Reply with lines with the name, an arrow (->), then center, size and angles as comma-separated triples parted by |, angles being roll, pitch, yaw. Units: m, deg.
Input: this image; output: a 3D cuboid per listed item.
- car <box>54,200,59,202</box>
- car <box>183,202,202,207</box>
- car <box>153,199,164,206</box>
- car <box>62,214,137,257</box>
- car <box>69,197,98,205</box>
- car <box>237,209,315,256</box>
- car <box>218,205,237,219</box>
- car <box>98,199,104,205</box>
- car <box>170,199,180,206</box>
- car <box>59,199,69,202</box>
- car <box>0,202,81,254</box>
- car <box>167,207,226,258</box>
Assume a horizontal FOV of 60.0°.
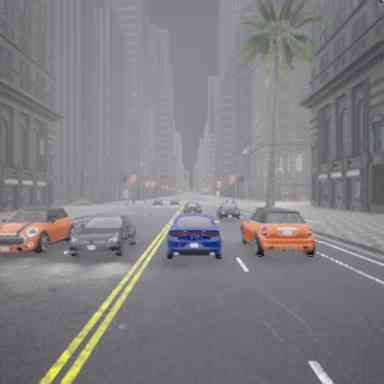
car -> -34.271, 2.572, 81.977 | 4.206, 1.307, 1.802 | -1, 1, 0
car -> 0.051, 1.775, 33.734 | 1.812, 1.442, 4.674 | 0, 0, 0
car -> -6.591, 2.008, 65.254 | 2.033, 1.411, 5.357 | 0, 0, 0
car -> -3.369, 1.629, 13.457 | 1.812, 1.442, 4.674 | 0, 0, 0
car -> -23.945, 2.354, 73.430 | 4.829, 1.417, 1.752 | -1, 1, 0
car -> 3.324, 1.456, 13.696 | 2.097, 1.767, 4.553 | 0, -1, 0
car -> 3.304, 1.833, 31.146 | 1.895, 1.301, 4.718 | 0, 0, 0
car -> -24.097, 2.396, 81.958 | 4.507, 1.381, 1.887 | -1, 1, 0
car -> -3.341, 2.005, 65.255 | 2.033, 1.411, 5.357 | 0, 0, 0
car -> -29.188, 2.236, 81.965 | 5.009, 1.841, 2.192 | -1, 1, 0
car -> -6.620, 1.460, 14.023 | 2.097, 1.767, 4.553 | 0, 0, 0
car -> 0.075, 1.579, 13.183 | 1.882, 1.535, 5.008 | 0, 0, 0
